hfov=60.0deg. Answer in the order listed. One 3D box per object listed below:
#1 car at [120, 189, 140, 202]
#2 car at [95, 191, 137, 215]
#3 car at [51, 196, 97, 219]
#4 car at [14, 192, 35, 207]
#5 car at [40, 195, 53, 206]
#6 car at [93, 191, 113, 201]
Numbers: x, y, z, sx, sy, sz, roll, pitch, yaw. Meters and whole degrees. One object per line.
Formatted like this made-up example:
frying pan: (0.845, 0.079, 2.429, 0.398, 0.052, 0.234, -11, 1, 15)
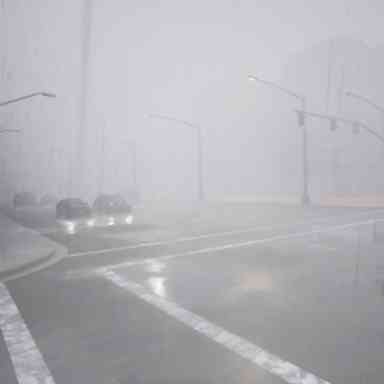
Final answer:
car: (-10.244, 0.513, 52.357, 2.150, 2.045, 5.566, -3, 1, -35)
car: (-7.103, 1.015, 29.436, 2.097, 1.767, 4.553, -3, 1, -35)
car: (-9.709, 1.295, 27.066, 1.837, 1.490, 4.892, -3, 2, -35)
car: (-24.108, 1.037, 47.641, 2.150, 2.045, 5.566, -3, 1, -35)
car: (-21.381, 1.230, 49.868, 2.033, 1.411, 5.357, -3, 1, -35)
car: (-16.305, 0.655, 60.895, 2.097, 1.767, 4.553, -3, 1, -35)
